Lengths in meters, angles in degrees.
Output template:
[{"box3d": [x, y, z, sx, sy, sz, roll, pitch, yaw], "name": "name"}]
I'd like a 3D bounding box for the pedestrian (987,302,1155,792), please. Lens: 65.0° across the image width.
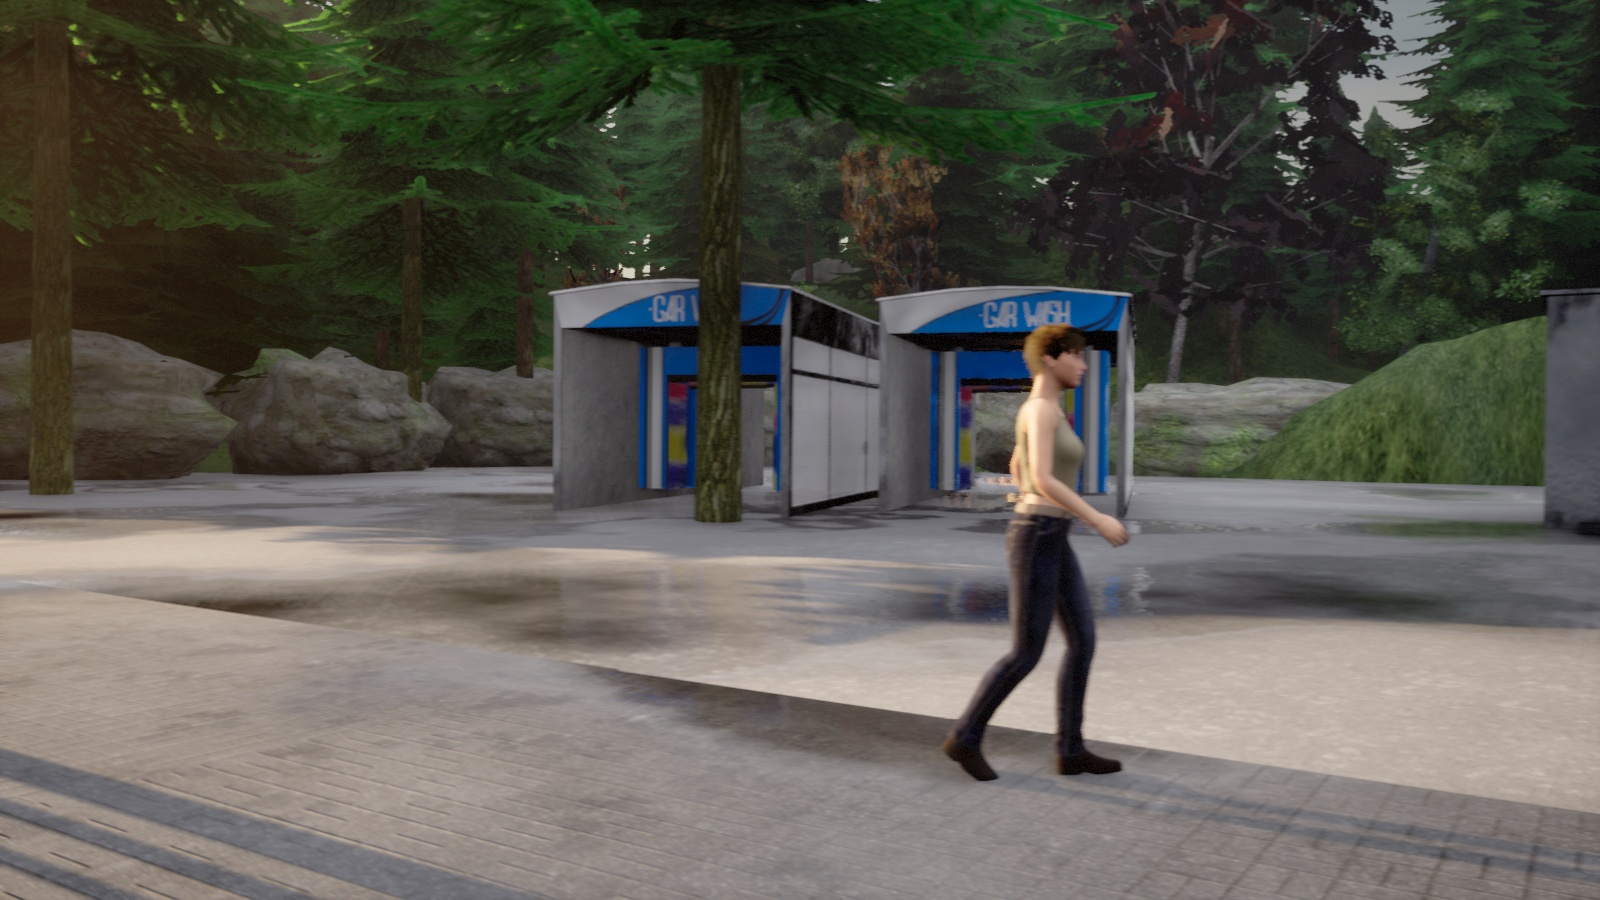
[{"box3d": [1.075, 0.363, 4.963, 0.594, 1.836, 0.345, 0, 1, 20], "name": "pedestrian"}]
